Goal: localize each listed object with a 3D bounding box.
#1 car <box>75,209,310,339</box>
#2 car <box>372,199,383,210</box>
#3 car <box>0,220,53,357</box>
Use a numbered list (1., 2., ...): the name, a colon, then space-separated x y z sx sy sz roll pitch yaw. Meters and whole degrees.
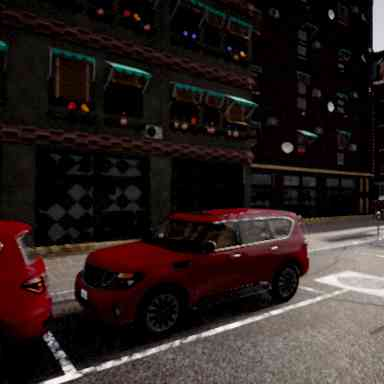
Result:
1. car: 0.325 1.314 6.787 5.009 1.841 2.192 0 1 -35
2. car: 21.851 1.520 38.564 1.887 1.381 4.507 1 0 -36
3. car: -4.169 1.316 3.578 5.009 1.841 2.192 0 1 -35
